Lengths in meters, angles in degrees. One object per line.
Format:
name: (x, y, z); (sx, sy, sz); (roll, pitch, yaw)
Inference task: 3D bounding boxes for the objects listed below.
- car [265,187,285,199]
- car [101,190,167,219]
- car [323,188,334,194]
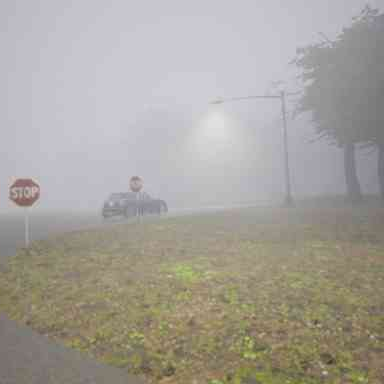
car: (15.520, 0.154, 62.210); (2.150, 2.045, 5.566); (-4, -1, 34)
car: (-3.641, 0.747, 21.748); (2.097, 1.767, 4.553); (-4, -1, 34)
car: (34.410, -0.315, 83.701); (1.994, 1.385, 4.181); (-4, -1, 33)
